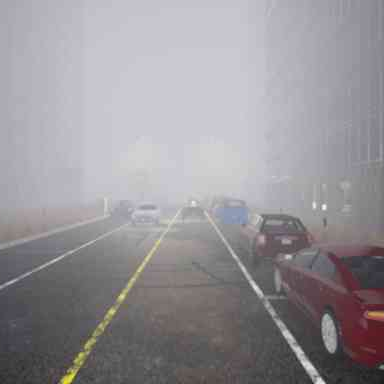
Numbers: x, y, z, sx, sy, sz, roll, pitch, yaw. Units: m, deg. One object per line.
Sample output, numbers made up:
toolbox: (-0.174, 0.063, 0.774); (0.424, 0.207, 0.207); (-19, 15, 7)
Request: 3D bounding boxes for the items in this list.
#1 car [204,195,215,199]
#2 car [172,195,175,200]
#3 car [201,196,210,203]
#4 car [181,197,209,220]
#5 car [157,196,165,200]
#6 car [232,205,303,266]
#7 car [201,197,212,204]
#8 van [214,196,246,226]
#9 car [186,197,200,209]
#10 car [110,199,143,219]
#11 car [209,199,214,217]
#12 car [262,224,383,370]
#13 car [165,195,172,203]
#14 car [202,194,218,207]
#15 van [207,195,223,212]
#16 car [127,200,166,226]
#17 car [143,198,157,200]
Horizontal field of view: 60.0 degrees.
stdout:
car: (2.701, 1.312, 34.009); (2.192, 1.841, 5.009); (1, 0, 0)
car: (-5.680, 1.516, 90.409); (1.887, 1.381, 4.507); (1, 0, 0)
car: (2.700, 1.509, 68.027); (1.752, 1.417, 4.829); (1, 0, 0)
car: (0.100, 1.490, 28.201); (2.128, 1.511, 4.902); (0, 0, 0)
car: (-5.681, 1.542, 50.910); (2.008, 1.369, 4.403); (1, 0, 0)
car: (2.699, 1.440, 11.443); (1.967, 1.590, 4.097); (0, 0, 0)
car: (2.699, 1.569, 62.216); (1.802, 1.307, 4.206); (1, 0, 0)
van: (2.700, 1.340, 22.725); (1.690, 1.788, 3.998); (1, 0, 0)
car: (0.080, 1.518, 46.047); (1.812, 1.442, 4.674); (0, 0, 0)
car: (-5.680, 1.438, 28.339); (1.967, 1.590, 4.097); (1, 0, 0)
car: (2.698, 1.549, 28.367); (2.008, 1.369, 4.403); (1, 0, 0)
car: (2.698, 1.545, 5.802); (1.887, 1.381, 4.507); (0, 0, 0)
car: (-5.681, 1.535, 67.839); (2.008, 1.369, 4.403); (1, 0, 0)
car: (2.702, 1.306, 50.933); (2.192, 1.841, 5.009); (1, 0, 0)
van: (2.701, 1.336, 39.650); (1.690, 1.788, 3.998); (1, 0, 0)
car: (-3.097, 1.525, 23.612); (1.812, 1.442, 4.674); (0, 0, 0)
car: (-5.681, 1.546, 39.625); (2.008, 1.369, 4.403); (1, 0, 0)
